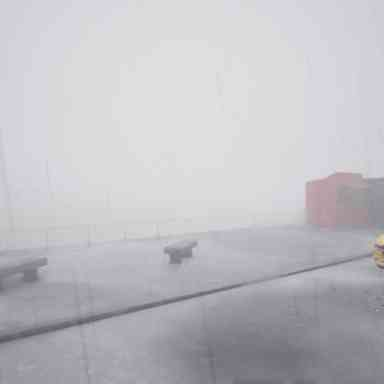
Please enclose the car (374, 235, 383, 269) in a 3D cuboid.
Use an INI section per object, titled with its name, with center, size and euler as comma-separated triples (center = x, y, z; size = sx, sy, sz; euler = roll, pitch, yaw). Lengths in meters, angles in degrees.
[car]
center = 7.303, 1.425, 9.812
size = 5.008, 1.535, 1.882
euler = 0, 0, -35
